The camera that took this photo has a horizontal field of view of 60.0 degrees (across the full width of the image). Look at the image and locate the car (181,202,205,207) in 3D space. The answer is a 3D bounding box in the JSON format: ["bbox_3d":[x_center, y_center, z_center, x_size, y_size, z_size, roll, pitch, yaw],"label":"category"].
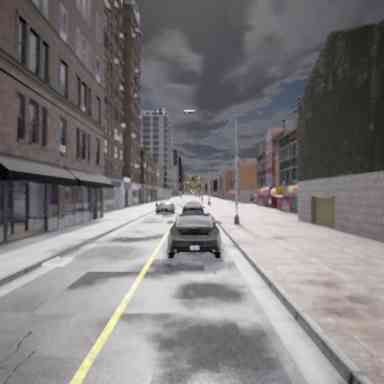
[{"bbox_3d":[0.080,1.610,28.644,1.837,1.490,4.892,0,0,0],"label":"car"}]

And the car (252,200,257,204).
[{"bbox_3d":[16.348,2.197,78.889,4.097,1.590,1.967,1,-2,0],"label":"car"}]

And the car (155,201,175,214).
[{"bbox_3d":[-2.857,1.710,36.446,1.994,1.385,4.181,0,0,0],"label":"car"}]

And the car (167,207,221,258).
[{"bbox_3d":[0.086,1.541,12.960,1.837,1.490,4.892,0,0,0],"label":"car"}]
